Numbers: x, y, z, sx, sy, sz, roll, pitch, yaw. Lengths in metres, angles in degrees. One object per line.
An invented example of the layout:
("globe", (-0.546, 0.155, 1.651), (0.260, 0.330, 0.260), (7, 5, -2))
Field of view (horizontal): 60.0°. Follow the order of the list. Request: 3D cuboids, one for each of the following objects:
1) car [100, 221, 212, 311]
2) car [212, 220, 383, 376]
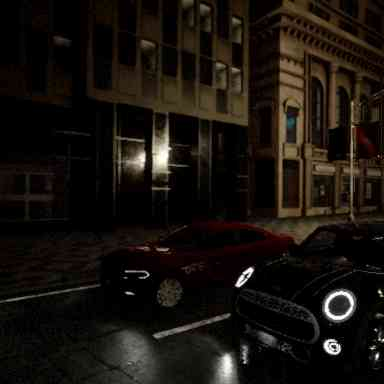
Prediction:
("car", (0.368, 1.465, 7.930), (5.008, 1.535, 1.882), (0, 0, -35))
("car", (2.824, 1.342, 5.686), (4.553, 1.767, 2.097), (0, 0, -35))
